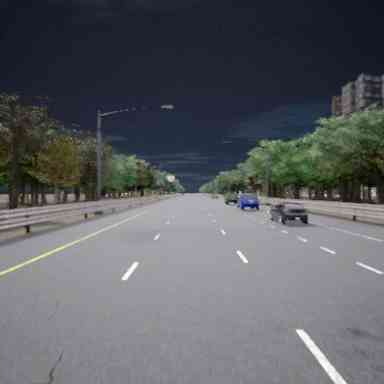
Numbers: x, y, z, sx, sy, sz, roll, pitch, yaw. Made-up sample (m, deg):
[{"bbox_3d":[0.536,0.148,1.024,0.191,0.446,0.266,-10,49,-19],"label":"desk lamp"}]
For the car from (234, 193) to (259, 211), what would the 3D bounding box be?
[{"bbox_3d":[7.053,1.281,42.096,2.150,2.045,5.566,0,0,0],"label":"car"}]

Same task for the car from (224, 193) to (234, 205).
[{"bbox_3d":[7.127,1.286,60.612,2.150,2.045,5.566,0,0,0],"label":"car"}]

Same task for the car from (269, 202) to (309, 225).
[{"bbox_3d":[7.009,1.526,24.399,1.837,1.490,4.892,0,0,0],"label":"car"}]
